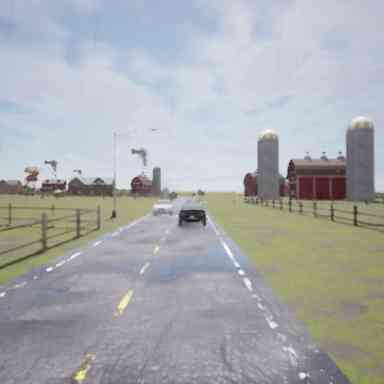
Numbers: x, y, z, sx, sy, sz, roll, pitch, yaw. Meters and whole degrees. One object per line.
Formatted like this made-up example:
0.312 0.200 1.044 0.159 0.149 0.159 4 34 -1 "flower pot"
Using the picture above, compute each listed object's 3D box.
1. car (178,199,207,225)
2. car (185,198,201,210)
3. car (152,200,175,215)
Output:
0.042 1.462 23.895 1.882 1.535 5.008 0 0 1 "car"
0.091 1.539 42.838 1.994 1.385 4.181 0 0 0 "car"
-2.798 1.505 33.053 1.812 1.442 4.674 0 0 0 "car"
